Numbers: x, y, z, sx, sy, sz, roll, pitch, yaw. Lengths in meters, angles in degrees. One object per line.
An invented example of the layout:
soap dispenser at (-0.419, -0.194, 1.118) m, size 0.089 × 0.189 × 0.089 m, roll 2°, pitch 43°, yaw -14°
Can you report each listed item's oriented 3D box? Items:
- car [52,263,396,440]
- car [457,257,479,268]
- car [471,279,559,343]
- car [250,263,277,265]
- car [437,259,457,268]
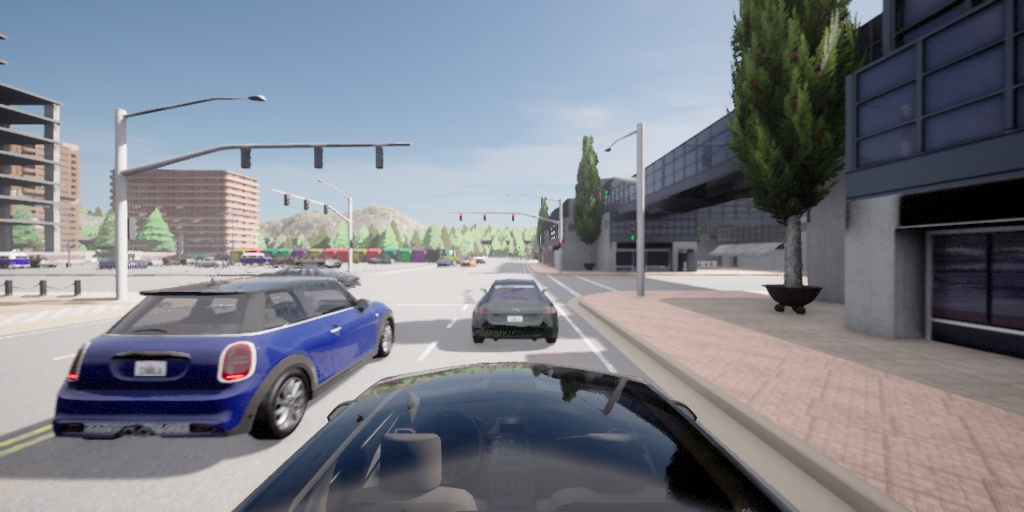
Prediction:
car at (-3.442, 1.089, 5.555) m, size 2.097 × 1.767 × 4.553 m, roll 0°, pitch 0°, yaw 0°
car at (-6.948, 0.910, 56.964) m, size 2.097 × 1.767 × 4.553 m, roll 0°, pitch 0°, yaw 2°
car at (0.069, 1.287, 9.563) m, size 1.994 × 1.385 × 4.181 m, roll 0°, pitch 0°, yaw 0°
car at (-11.648, 1.265, 20.672) m, size 5.357 × 1.411 × 2.033 m, roll 0°, pitch 0°, yaw -1°
car at (-10.447, 1.107, 56.835) m, size 2.033 × 1.411 × 5.357 m, roll 0°, pitch 0°, yaw 2°
